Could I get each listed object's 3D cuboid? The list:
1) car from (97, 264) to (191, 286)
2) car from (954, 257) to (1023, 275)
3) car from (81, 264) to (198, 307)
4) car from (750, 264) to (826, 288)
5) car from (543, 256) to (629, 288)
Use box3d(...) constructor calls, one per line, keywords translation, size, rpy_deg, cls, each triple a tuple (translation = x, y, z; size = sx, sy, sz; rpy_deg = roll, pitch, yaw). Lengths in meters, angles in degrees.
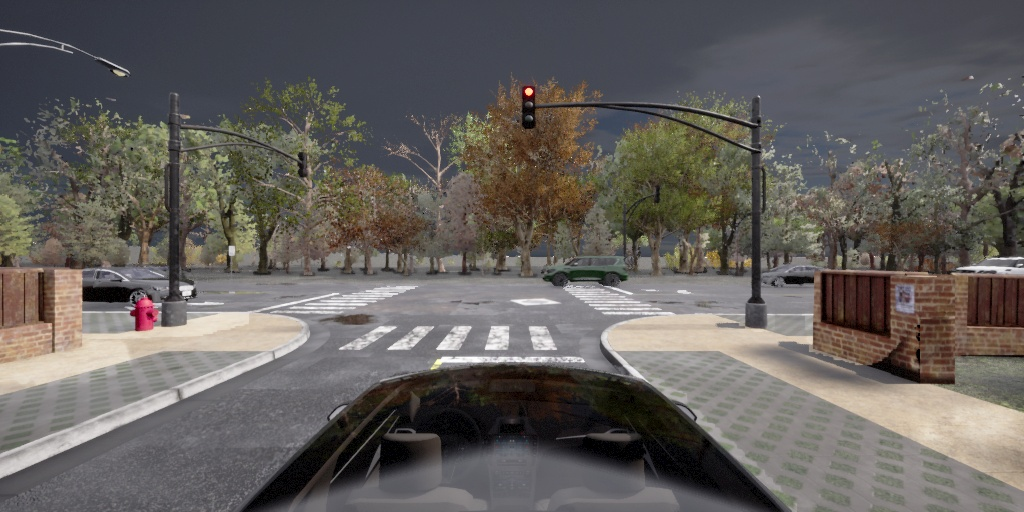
box3d(translation=(-24.401, 1.232, 23.908), size=(4.181, 1.385, 1.994), rpy_deg=(0, 0, 0), cls="car")
box3d(translation=(33.136, 1.096, 23.940), size=(5.566, 2.045, 2.150), rpy_deg=(0, 0, 0), cls="car")
box3d(translation=(-15.117, 1.183, 13.965), size=(4.902, 1.511, 2.128), rpy_deg=(0, 0, 0), cls="car")
box3d(translation=(18.673, 1.316, 23.953), size=(4.902, 1.511, 2.128), rpy_deg=(0, 0, 0), cls="car")
box3d(translation=(4.876, 1.002, 23.935), size=(5.566, 2.045, 2.150), rpy_deg=(0, 0, 0), cls="car")
